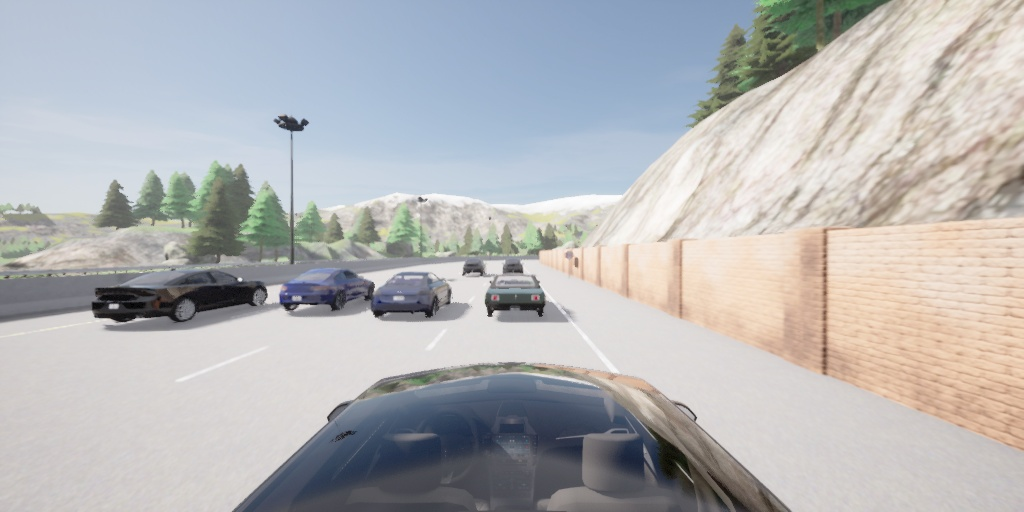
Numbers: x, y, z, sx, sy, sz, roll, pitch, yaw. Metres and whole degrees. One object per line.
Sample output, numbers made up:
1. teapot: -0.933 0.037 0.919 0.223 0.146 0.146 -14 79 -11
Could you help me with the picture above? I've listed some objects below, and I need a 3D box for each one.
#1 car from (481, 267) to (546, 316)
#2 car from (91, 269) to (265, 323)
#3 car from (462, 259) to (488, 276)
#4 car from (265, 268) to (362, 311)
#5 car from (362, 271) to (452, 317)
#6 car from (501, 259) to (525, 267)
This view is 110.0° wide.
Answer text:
1. car: 0.099 1.262 12.929 1.895 1.301 4.718 0 0 0
2. car: -10.400 1.148 11.839 1.882 1.535 5.008 0 0 0
3. car: -3.403 1.007 32.989 1.837 1.490 4.892 0 0 0
4. car: -6.913 1.180 13.821 1.812 1.442 4.674 0 0 0
5. car: -3.403 1.226 12.796 1.994 1.385 4.181 0 0 0
6. car: 0.096 1.007 32.913 1.837 1.490 4.892 0 0 0
